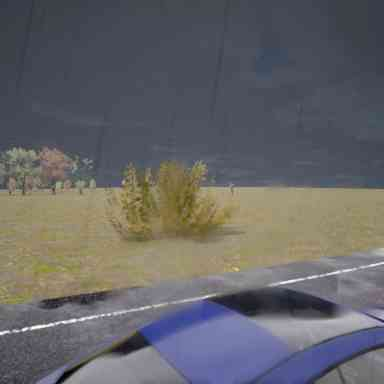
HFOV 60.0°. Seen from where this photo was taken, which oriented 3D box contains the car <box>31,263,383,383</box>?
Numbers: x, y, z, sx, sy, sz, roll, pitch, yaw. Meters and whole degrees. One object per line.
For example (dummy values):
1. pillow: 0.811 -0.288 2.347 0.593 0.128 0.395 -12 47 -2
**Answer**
1. car: 0.870 1.526 2.532 4.674 1.442 1.812 0 0 -29
